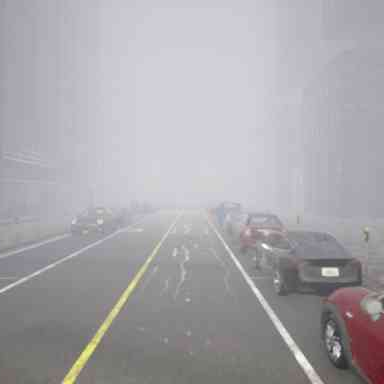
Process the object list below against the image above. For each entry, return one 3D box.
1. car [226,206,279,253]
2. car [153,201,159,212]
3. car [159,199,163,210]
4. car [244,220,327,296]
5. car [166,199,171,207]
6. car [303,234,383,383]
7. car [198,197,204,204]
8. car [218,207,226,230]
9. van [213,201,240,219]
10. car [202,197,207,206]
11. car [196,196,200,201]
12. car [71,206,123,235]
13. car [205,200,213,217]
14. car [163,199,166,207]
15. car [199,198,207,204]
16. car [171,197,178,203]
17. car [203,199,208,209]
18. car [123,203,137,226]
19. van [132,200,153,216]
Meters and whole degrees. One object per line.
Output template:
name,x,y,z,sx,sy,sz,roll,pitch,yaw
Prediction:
car,2.774,1.591,14.338,1.967,1.590,4.097,0,-1,0
car,-5.723,1.987,42.345,1.887,1.381,4.507,0,-1,0
car,-5.717,2.046,47.946,1.887,1.381,4.507,0,-1,0
car,2.769,1.658,8.735,1.947,1.339,4.313,0,-1,0
car,-5.701,2.117,64.753,1.967,1.590,4.097,0,-1,0
car,2.763,1.474,3.135,1.967,1.590,4.097,0,-1,0
car,2.831,2.281,70.352,1.887,1.381,4.507,0,-1,0
car,2.780,1.791,19.938,1.802,1.307,4.206,0,-1,0
van,2.785,1.608,25.542,1.690,1.788,3.998,0,-1,0
car,2.808,1.942,47.947,1.967,1.590,4.097,0,-1,0
car,2.841,2.169,81.557,2.192,1.841,5.009,0,-1,0
car,-5.746,1.649,19.938,1.967,1.590,4.097,0,-1,0
car,2.797,1.929,36.743,1.887,1.381,4.507,0,-1,0
car,-5.712,2.084,53.378,1.752,1.417,4.829,0,-1,0
car,2.847,2.354,87.157,1.967,1.590,4.097,0,-1,0
car,-5.672,2.518,92.761,1.887,1.381,4.507,0,-1,0
car,2.802,1.988,42.345,1.887,1.381,4.507,0,-1,0
car,-5.740,1.812,25.538,1.887,1.381,4.507,0,-1,0
van,-5.729,1.725,36.745,1.690,1.788,3.998,0,-1,0
